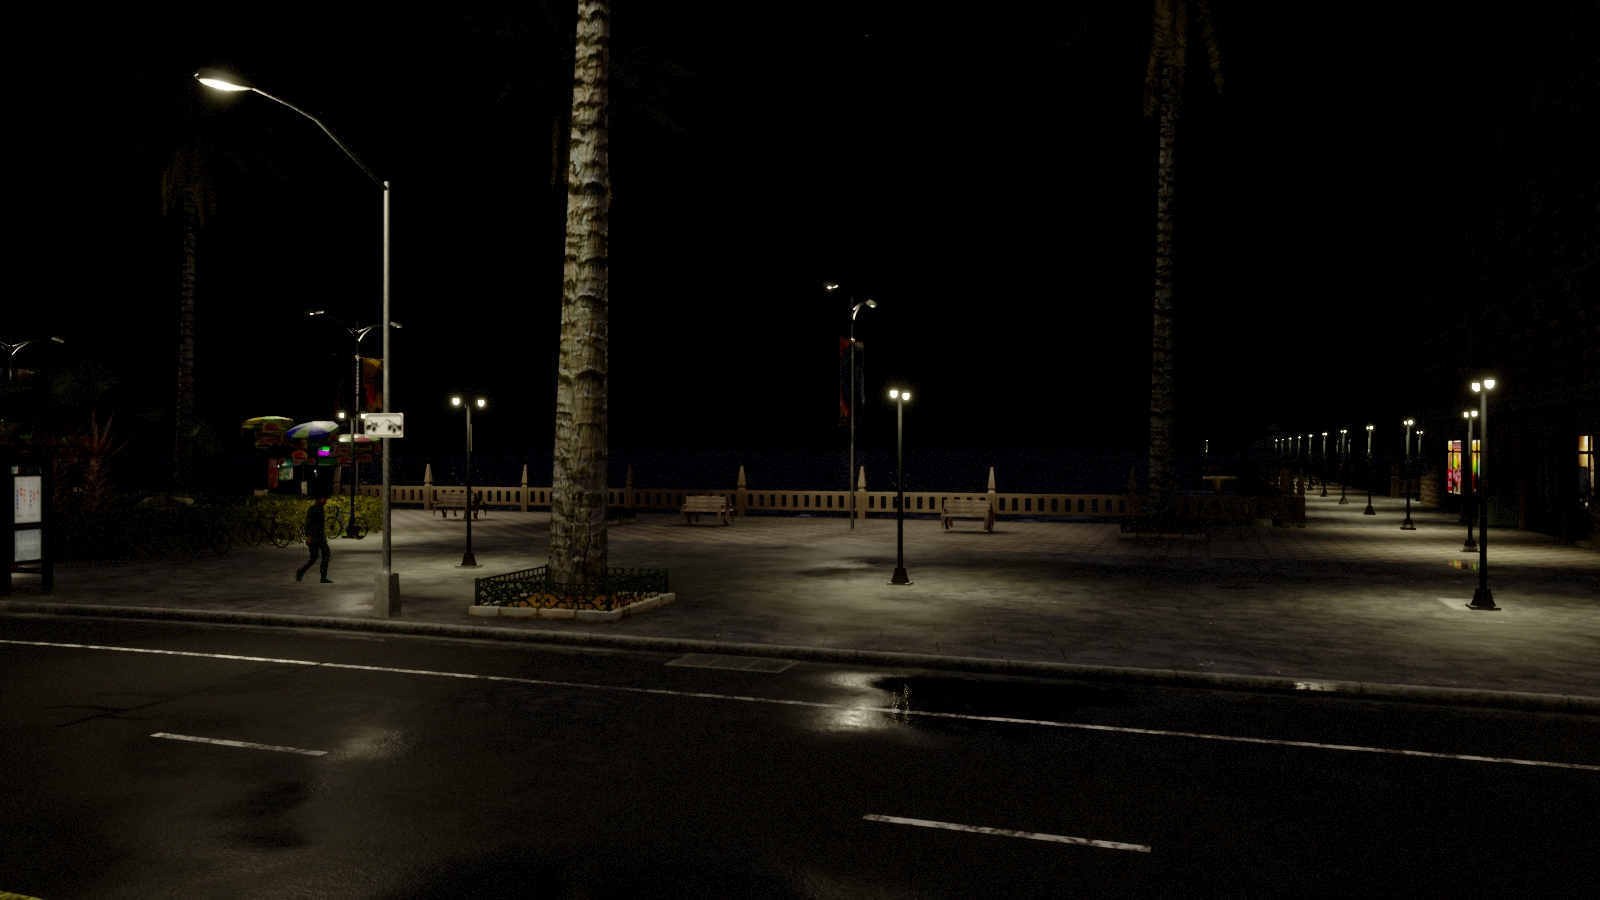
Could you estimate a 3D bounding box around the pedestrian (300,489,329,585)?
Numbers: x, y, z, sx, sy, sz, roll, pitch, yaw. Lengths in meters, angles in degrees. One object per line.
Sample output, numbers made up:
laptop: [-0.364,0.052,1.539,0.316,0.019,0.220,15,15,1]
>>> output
pedestrian: [-9.564,1.698,22.507,0.375,1.860,0.375,0,0,13]
